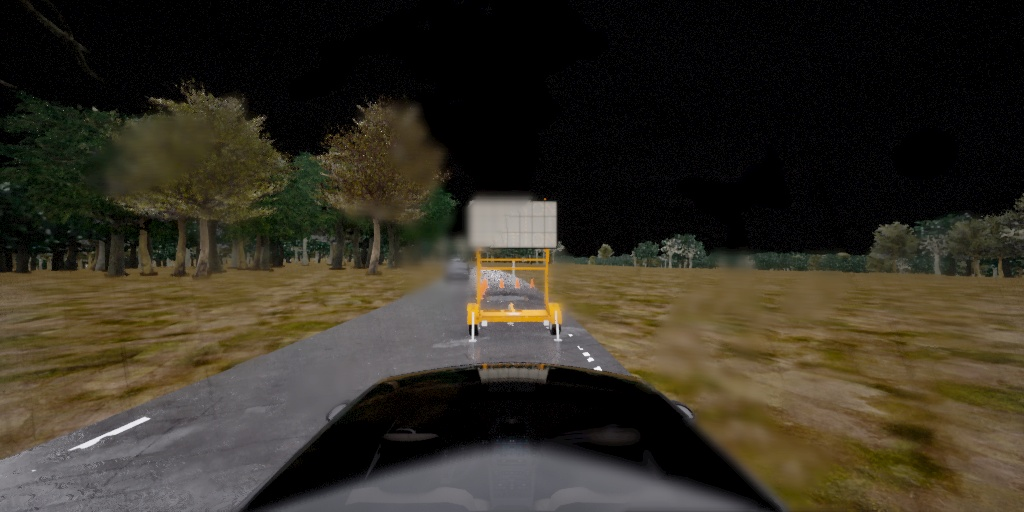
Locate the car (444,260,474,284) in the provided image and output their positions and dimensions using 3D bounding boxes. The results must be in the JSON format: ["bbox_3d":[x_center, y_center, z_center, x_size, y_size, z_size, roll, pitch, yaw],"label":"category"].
[{"bbox_3d":[-3.998,1.253,27.315,1.837,1.490,4.892,0,0,-5],"label":"car"}]

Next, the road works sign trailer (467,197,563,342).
[{"bbox_3d":[0.040,0.214,9.796,2.380,3.560,2.880,0,0,-2],"label":"road works sign trailer"}]
